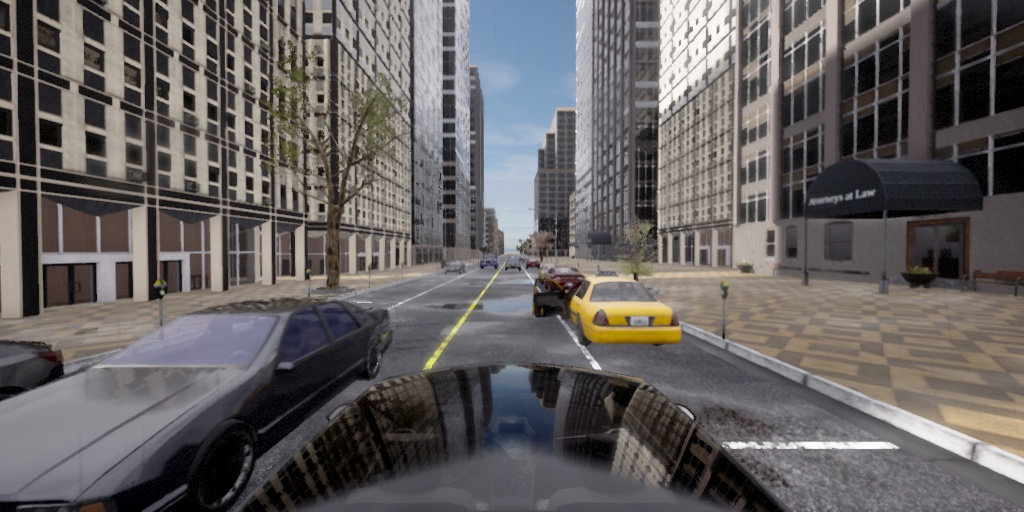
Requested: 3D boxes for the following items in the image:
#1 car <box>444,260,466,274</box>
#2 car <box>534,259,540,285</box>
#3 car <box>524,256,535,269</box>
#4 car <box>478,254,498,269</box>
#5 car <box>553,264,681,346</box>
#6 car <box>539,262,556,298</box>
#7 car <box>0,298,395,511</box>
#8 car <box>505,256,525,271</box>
[{"bbox_3d":[-5.674,1.062,35.930,2.007,1.370,4.403,0,0,0],"label":"car"},{"bbox_3d":[2.701,1.116,24.821,1.751,1.417,4.829,0,0,0],"label":"car"},{"bbox_3d":[2.713,0.976,47.222,1.888,1.381,4.507,0,0,0],"label":"car"},{"bbox_3d":[-2.976,0.705,47.376,2.150,2.045,5.566,0,0,0],"label":"car"},{"bbox_3d":[2.354,1.155,9.170,1.801,1.575,5.366,0,0,0],"label":"car"},{"bbox_3d":[2.698,1.175,19.008,1.888,1.381,4.507,0,0,0],"label":"car"},{"bbox_3d":[-3.098,1.279,4.444,2.033,1.411,5.357,0,0,0],"label":"car"},{"bbox_3d":[0.115,1.011,42.673,2.033,1.411,5.357,0,0,0],"label":"car"}]
